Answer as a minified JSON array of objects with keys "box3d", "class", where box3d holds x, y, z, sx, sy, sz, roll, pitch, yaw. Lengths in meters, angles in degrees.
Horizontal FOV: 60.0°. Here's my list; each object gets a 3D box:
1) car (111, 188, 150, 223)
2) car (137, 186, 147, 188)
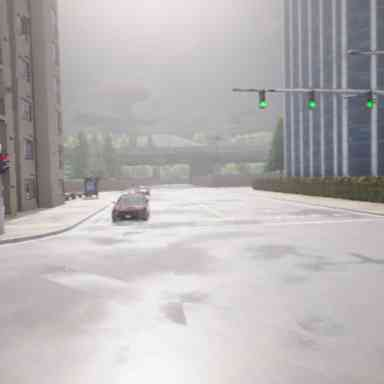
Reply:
[{"box3d":[-3.525,0.843,19.527,1.882,1.535,5.008,-2,3,-6],"class":"car"},{"box3d":[-6.516,-0.086,43.575,1.994,1.385,4.181,-2,2,-7],"class":"car"}]
